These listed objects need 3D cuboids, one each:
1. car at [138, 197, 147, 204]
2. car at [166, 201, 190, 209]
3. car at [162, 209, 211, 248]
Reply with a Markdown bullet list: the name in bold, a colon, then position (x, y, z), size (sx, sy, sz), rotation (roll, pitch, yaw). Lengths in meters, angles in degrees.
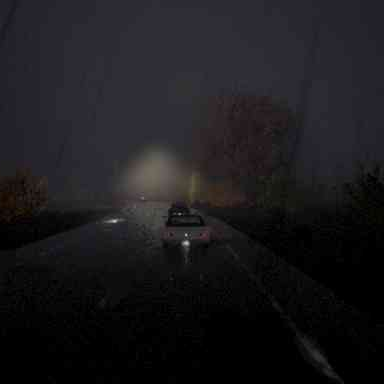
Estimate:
- **car**: position (-11.300, 1.857, 75.010), size (2.033, 1.411, 5.357), rotation (0, -1, -12)
- **car**: position (-1.223, 1.606, 29.789), size (1.837, 1.490, 4.892), rotation (0, 0, -5)
- **car**: position (-0.307, 1.644, 14.777), size (1.895, 1.301, 4.718), rotation (0, 0, -2)
